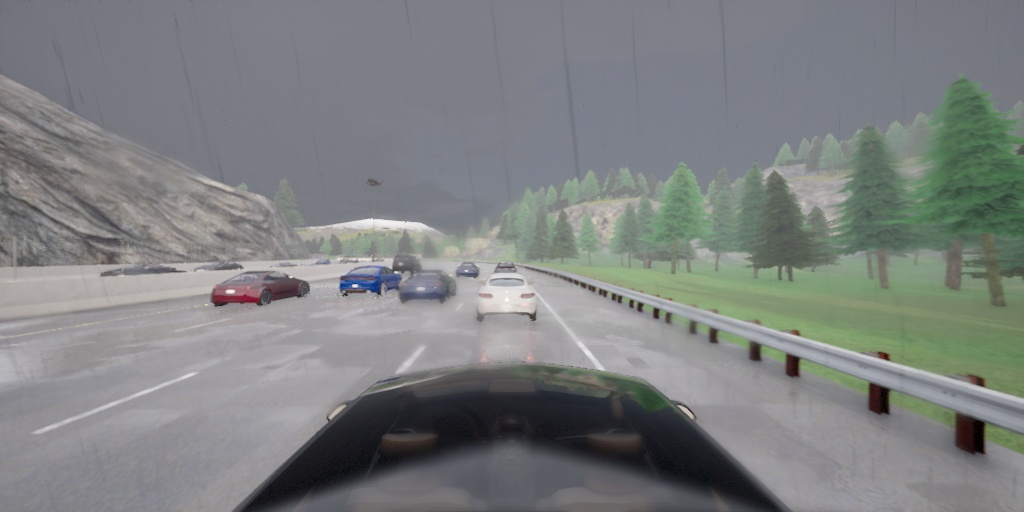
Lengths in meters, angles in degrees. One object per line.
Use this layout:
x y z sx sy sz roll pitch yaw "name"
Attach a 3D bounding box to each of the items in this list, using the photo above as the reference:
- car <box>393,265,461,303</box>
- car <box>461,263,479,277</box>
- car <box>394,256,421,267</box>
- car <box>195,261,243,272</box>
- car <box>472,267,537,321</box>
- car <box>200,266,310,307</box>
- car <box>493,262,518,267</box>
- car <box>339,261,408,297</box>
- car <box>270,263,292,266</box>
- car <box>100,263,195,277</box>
-3.758 1.314 16.669 1.994 1.385 4.181 0 0 -1 "car"
-4.161 1.309 34.088 1.994 1.385 4.181 0 0 -2 "car"
-11.402 0.975 39.020 2.150 2.045 5.566 0 0 -3 "car"
-28.936 1.270 35.472 2.128 1.511 4.902 0 0 -3 "car"
-0.182 1.272 12.337 1.812 1.442 4.674 0 0 -1 "car"
-10.741 1.324 15.644 1.994 1.385 4.181 0 0 -1 "car"
-0.527 1.233 30.217 2.128 1.511 4.902 0 0 -2 "car"
-7.301 1.232 19.053 1.882 1.535 5.008 0 0 -1 "car"
-21.887 1.334 34.143 1.994 1.385 4.181 0 0 -2 "car"
-25.116 1.378 24.759 1.895 1.301 4.718 0 0 -1 "car"
